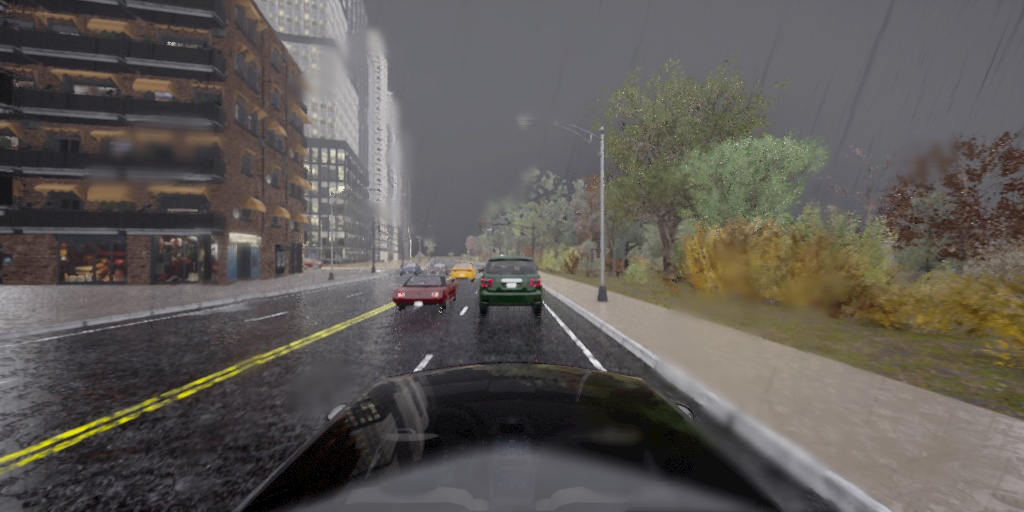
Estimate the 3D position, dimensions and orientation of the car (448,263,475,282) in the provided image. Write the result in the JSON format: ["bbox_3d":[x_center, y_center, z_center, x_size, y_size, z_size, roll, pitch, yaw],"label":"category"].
[{"bbox_3d":[-4.192,1.396,31.386,1.882,1.535,5.008,0,0,-3],"label":"car"}]

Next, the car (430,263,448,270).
[{"bbox_3d":[-8.239,1.544,41.128,1.812,1.442,4.674,0,0,-5],"label":"car"}]

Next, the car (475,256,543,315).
[{"bbox_3d":[-0.122,1.042,13.975,2.150,2.045,5.566,0,0,-2],"label":"car"}]

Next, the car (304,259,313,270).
[{"bbox_3d":[-27.820,1.200,44.322,4.829,1.417,1.751,0,0,-13],"label":"car"}]

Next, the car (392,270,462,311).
[{"bbox_3d":[-3.408,1.430,15.053,1.895,1.301,4.718,0,0,-2],"label":"car"}]

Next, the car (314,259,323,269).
[{"bbox_3d":[-30.107,1.115,52.569,4.097,1.591,1.967,0,0,-13],"label":"car"}]

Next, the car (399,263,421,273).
[{"bbox_3d":[-11.477,1.515,40.849,1.812,1.442,4.674,0,0,-5],"label":"car"}]
